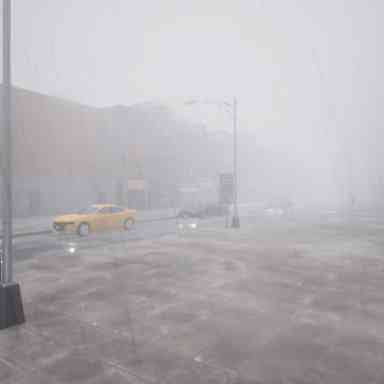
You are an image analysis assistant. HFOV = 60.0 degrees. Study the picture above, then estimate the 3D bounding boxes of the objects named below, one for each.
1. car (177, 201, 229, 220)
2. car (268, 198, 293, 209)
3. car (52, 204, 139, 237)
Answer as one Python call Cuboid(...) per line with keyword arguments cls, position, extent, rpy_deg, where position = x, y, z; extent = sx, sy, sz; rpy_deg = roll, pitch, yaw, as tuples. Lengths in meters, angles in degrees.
Cuboid(cls="car", position=(1.077, 1.443, 27.114), extent=(2.033, 1.411, 5.357), rpy_deg=(0, 0, 36))
Cuboid(cls="car", position=(10.912, 1.385, 40.984), extent=(1.994, 1.385, 4.181), rpy_deg=(0, 0, 36))
Cuboid(cls="car", position=(-5.144, 1.441, 18.292), extent=(1.882, 1.535, 5.008), rpy_deg=(0, 0, 35))
